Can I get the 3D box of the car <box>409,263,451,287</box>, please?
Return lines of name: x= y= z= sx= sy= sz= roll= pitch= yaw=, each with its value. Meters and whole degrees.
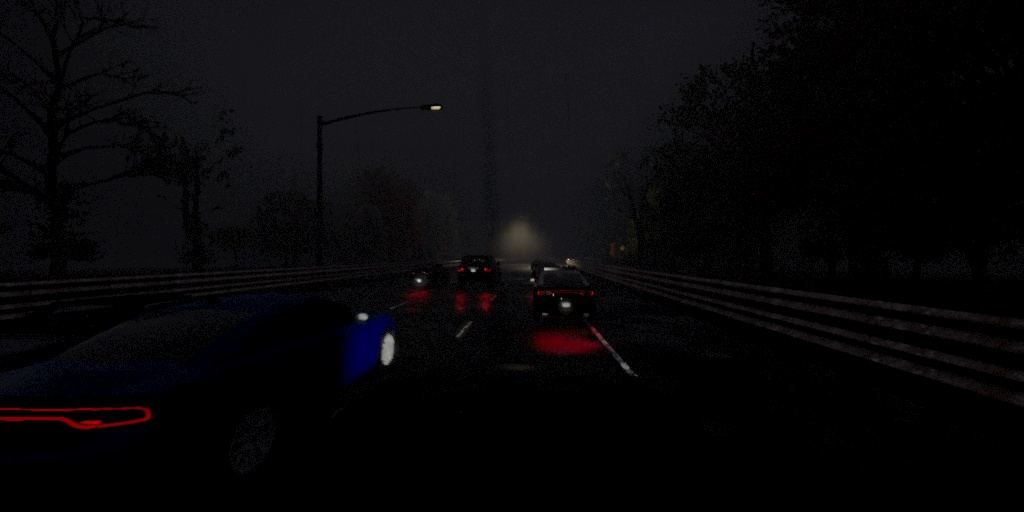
car: x=-5.522 y=1.236 z=24.471 sx=1.837 sy=1.490 sz=4.892 roll=0 pitch=0 yaw=4

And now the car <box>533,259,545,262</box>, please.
car: x=2.710 y=1.238 z=28.286 sx=1.837 sy=1.490 sz=4.892 roll=0 pitch=0 yaw=4

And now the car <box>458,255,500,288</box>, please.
car: x=-2.071 y=0.954 z=23.742 sx=2.150 sy=2.045 sz=5.566 roll=0 pitch=0 yaw=4

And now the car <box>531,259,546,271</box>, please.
car: x=3.754 y=1.208 z=50.824 sx=1.882 sy=1.535 sz=5.008 roll=0 pitch=0 yaw=7

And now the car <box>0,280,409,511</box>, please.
car: x=-3.166 y=1.224 z=4.683 sx=1.882 sy=1.535 sz=5.008 roll=0 pitch=0 yaw=3

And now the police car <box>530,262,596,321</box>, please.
police car: x=1.666 y=1.165 z=12.631 sx=1.930 sy=1.638 sz=5.238 roll=0 pitch=0 yaw=3

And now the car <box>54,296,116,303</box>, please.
car: x=-6.597 y=1.345 z=6.537 sx=1.895 sy=1.301 sz=4.718 roll=0 pitch=0 yaw=3
